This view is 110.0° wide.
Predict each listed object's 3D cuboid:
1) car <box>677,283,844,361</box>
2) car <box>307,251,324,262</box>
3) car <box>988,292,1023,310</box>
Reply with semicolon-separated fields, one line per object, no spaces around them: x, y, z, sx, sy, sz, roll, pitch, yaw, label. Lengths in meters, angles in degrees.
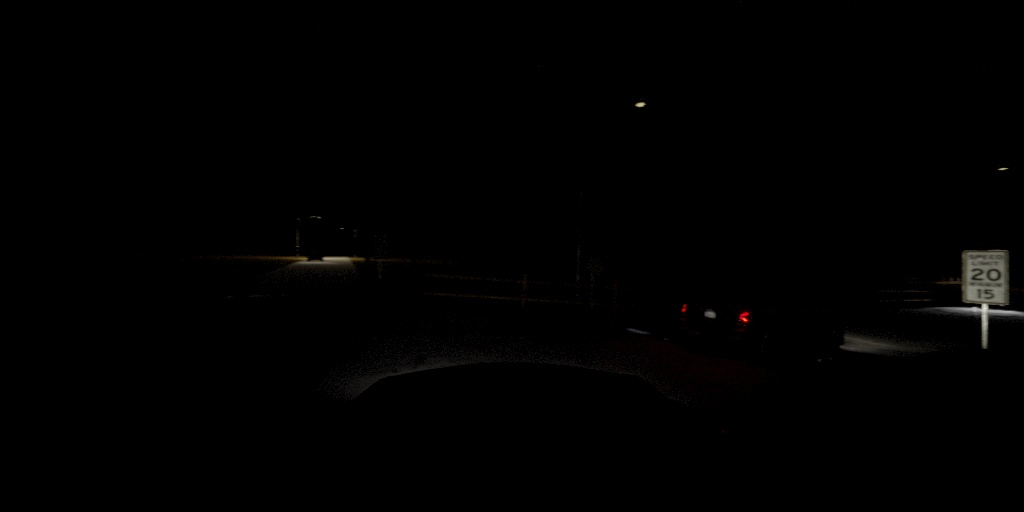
6.737;1.554;9.680;4.553;1.767;2.097;3;-1;-26;car
-27.716;-0.030;50.664;1.882;1.535;5.008;1;1;-25;car
40.038;3.579;28.820;4.718;1.301;1.895;3;-1;-26;car
